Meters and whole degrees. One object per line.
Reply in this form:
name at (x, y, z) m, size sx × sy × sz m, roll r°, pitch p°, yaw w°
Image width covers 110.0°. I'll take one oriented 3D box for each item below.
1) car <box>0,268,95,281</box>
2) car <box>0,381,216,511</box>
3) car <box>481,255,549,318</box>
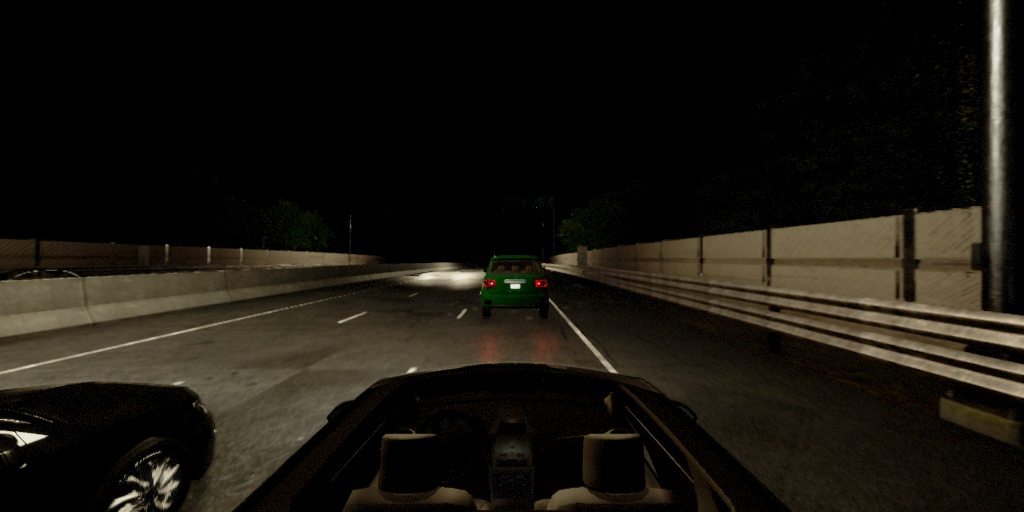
car at (-21.006, 1.304, 15.338) m, size 1.837 × 1.490 × 4.892 m, roll 0°, pitch -1°, yaw 0°
car at (-3.400, 1.254, 0.989) m, size 1.837 × 1.490 × 4.892 m, roll 0°, pitch 0°, yaw 0°
car at (0.100, 1.004, 13.281) m, size 2.150 × 2.045 × 5.566 m, roll 0°, pitch 0°, yaw 0°
